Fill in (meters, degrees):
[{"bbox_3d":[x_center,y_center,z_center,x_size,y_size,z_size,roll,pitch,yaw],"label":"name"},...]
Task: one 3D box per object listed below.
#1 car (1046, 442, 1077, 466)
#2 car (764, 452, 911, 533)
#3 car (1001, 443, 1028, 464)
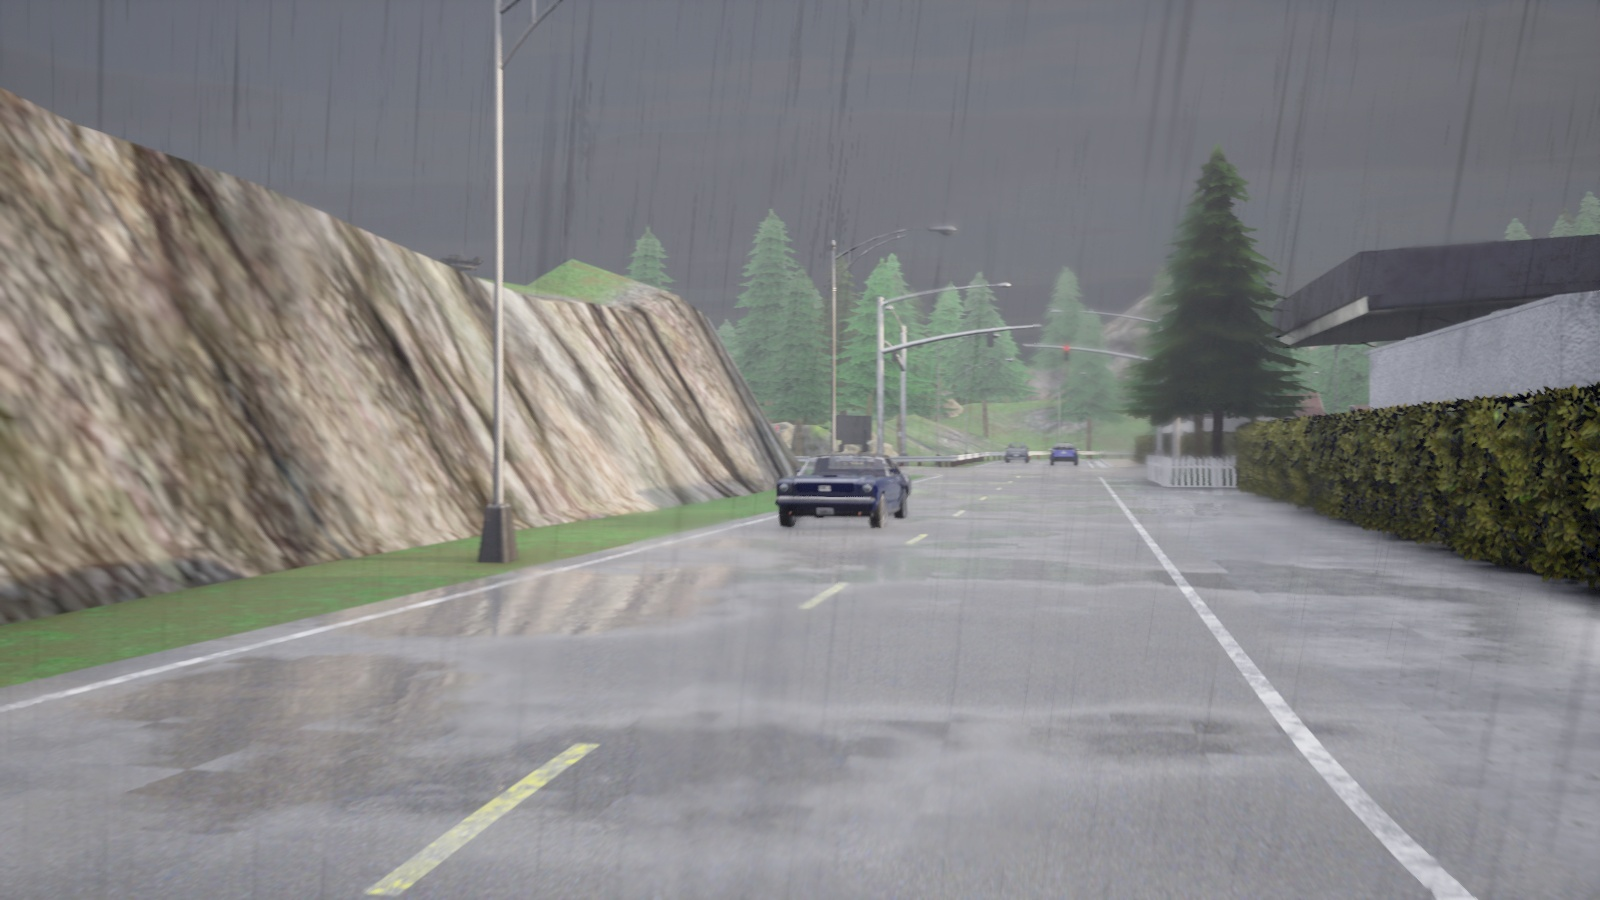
[{"bbox_3d":[17.647,0.247,84.782,2.007,1.525,4.514,0,0,12],"label":"car"},{"bbox_3d":[0.819,0.716,23.310,1.895,1.301,4.718,0,0,12],"label":"car"},{"bbox_3d":[16.086,0.223,94.153,1.789,1.549,3.705,0,0,12],"label":"car"}]
